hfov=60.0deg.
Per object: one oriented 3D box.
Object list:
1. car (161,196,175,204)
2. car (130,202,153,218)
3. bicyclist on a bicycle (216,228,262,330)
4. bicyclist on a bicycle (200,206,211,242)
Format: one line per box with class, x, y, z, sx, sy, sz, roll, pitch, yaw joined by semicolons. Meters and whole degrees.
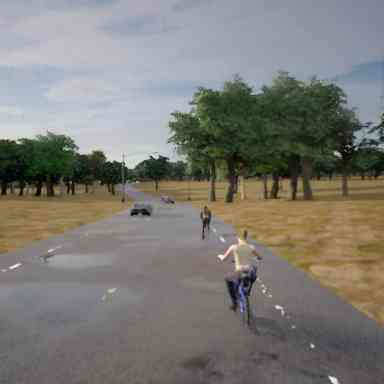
car;-4.538;1.688;65.688;1.895;1.301;4.718;0;0;-8
car;-4.730;1.659;31.554;1.895;1.301;4.718;0;0;-4
bicyclist on a bicycle;0.872;1.438;5.930;0.866;1.612;1.509;0;0;-1
bicyclist on a bicycle;0.649;1.465;15.491;0.582;1.620;1.656;0;0;-2
